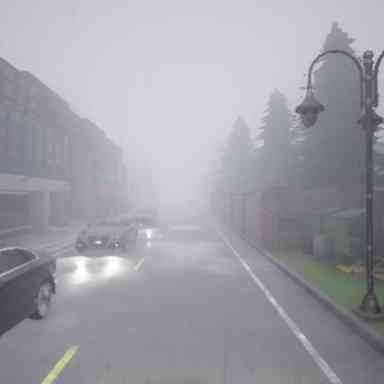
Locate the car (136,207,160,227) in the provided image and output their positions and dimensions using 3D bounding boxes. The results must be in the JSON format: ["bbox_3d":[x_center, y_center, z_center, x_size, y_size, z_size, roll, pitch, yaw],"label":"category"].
[{"bbox_3d":[-3.587,1.907,26.122,2.033,1.411,5.357,0,-1,0],"label":"car"}]

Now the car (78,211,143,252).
[{"bbox_3d":[-3.601,1.768,14.758,1.994,1.385,4.181,0,-1,0],"label":"car"}]

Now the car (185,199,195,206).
[{"bbox_3d":[-0.390,2.408,78.137,1.837,1.490,4.892,0,-1,-9],"label":"car"}]

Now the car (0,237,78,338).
[{"bbox_3d":[-3.601,1.559,4.760,2.128,1.511,4.902,0,-1,0],"label":"car"}]
